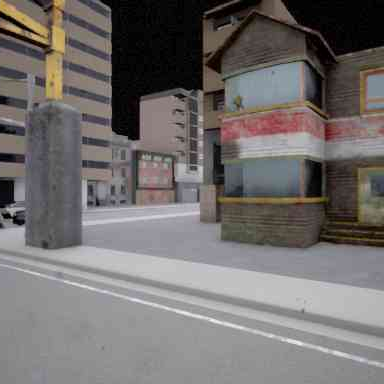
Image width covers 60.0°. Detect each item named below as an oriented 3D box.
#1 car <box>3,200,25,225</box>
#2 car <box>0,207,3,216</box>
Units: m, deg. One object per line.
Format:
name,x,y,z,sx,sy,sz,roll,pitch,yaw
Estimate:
car,-10.065,1.397,22.985,2.038,1.542,4.974,0,0,15
car,-13.222,1.233,25.685,4.536,1.218,1.853,0,0,-30
